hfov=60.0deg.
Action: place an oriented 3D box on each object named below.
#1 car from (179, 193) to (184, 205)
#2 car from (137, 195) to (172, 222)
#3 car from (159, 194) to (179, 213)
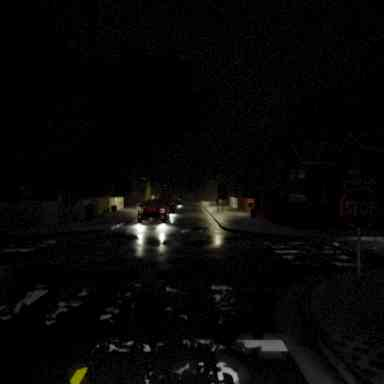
[{"bbox_3d":[-2.914,1.344,57.443,2.097,1.767,4.553,0,0,0],"label":"car"},{"bbox_3d":[-2.904,1.342,25.752,2.097,1.767,4.553,0,0,0],"label":"car"},{"bbox_3d":[-2.933,1.210,37.366,2.150,2.045,5.566,0,0,0],"label":"car"}]
